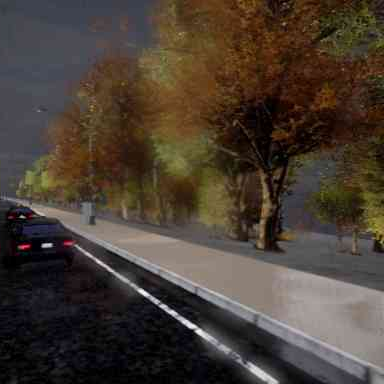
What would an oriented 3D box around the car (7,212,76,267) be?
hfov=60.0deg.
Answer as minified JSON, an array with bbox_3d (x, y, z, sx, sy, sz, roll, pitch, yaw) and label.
[{"bbox_3d":[-5.535,1.662,12.073,2.033,1.411,5.357,0,0,-29],"label":"car"}]

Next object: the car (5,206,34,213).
[{"bbox_3d":[-12.953,1.799,25.112,2.033,1.411,5.357,0,0,-29],"label":"car"}]
